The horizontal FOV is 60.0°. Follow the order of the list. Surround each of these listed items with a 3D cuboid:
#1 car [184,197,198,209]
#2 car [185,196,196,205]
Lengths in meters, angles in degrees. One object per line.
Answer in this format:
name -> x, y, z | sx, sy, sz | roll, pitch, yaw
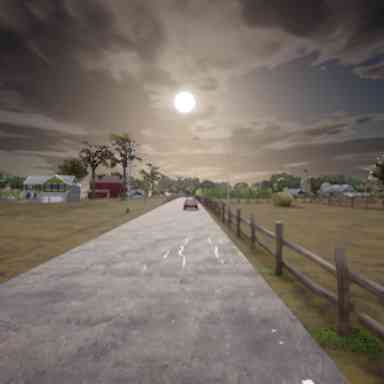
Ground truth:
car -> -0.164, 1.561, 46.041 | 1.994, 1.385, 4.181 | 0, 0, 0
car -> -0.282, 1.562, 62.754 | 2.033, 1.411, 5.357 | 0, 0, 0
